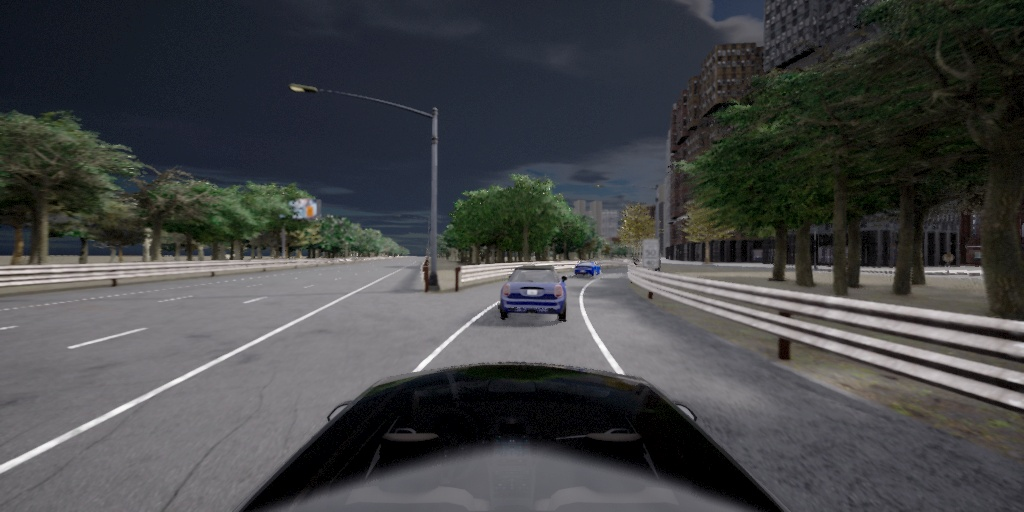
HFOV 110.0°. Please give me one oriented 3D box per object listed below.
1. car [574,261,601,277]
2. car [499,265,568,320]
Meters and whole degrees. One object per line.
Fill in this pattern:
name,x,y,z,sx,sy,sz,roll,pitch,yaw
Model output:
car,7.689,1.278,36.138,1.882,1.535,5.008,0,0,24
car,0.898,1.109,12.875,2.097,1.767,4.553,1,0,8
